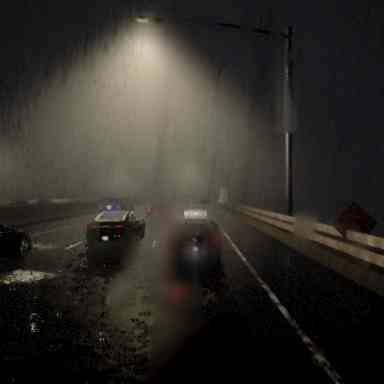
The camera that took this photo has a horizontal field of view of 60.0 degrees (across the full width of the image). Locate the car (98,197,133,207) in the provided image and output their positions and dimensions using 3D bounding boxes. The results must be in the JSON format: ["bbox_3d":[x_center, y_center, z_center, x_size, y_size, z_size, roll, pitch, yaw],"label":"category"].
[{"bbox_3d":[-6.635,1.414,29.517,2.150,2.045,5.566,0,-1,1],"label":"car"}]

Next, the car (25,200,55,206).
[{"bbox_3d":[-20.447,1.817,45.644,1.837,1.490,4.892,0,0,2],"label":"car"}]

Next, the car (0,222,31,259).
[{"bbox_3d":[-6.893,1.572,10.370,1.837,1.490,4.892,0,0,1],"label":"car"}]

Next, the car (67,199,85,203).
[{"bbox_3d":[-16.868,1.823,48.196,2.128,1.511,4.902,0,-1,2],"label":"car"}]

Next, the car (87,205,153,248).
[{"bbox_3d":[-3.328,1.588,15.311,2.128,1.511,4.902,0,0,1],"label":"car"}]

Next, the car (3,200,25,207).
[{"bbox_3d":[-23.942,1.819,45.783,1.837,1.490,4.892,0,0,2],"label":"car"}]

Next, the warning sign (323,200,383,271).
[{"bbox_3d":[4.567,1.174,9.377,1.300,1.860,1.060,-1,-1,0],"label":"warning sign"}]

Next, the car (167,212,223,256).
[{"bbox_3d":[0.145,1.686,13.484,1.895,1.301,4.718,0,0,1],"label":"car"}]

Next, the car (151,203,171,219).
[{"bbox_3d":[-3.094,1.733,31.456,1.812,1.442,4.674,0,0,1],"label":"car"}]

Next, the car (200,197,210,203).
[{"bbox_3d":[2.653,1.835,68.870,2.097,1.767,4.553,0,0,2],"label":"car"}]

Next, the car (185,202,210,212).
[{"bbox_3d":[0.348,1.788,28.680,1.895,1.301,4.718,0,0,1],"label":"car"}]
